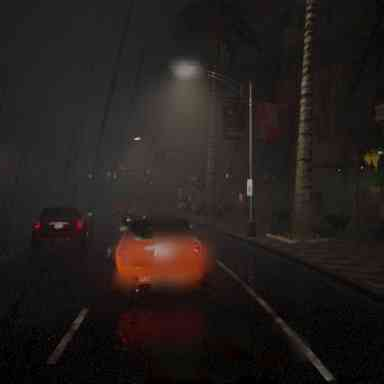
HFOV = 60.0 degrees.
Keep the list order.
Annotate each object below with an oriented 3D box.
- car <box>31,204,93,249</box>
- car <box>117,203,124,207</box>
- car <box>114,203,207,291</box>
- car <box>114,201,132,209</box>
[{"bbox_3d":[-5.674,1.367,15.041,2.097,1.767,4.553,0,0,-13],"label":"car"},{"bbox_3d":[-3.513,1.623,21.011,1.895,1.301,4.718,0,0,-14],"label":"car"},{"bbox_3d":[-0.971,1.361,9.341,2.097,1.767,4.553,0,0,-8],"label":"car"},{"bbox_3d":[-6.370,1.558,31.570,1.812,1.442,4.674,0,0,-15],"label":"car"}]
